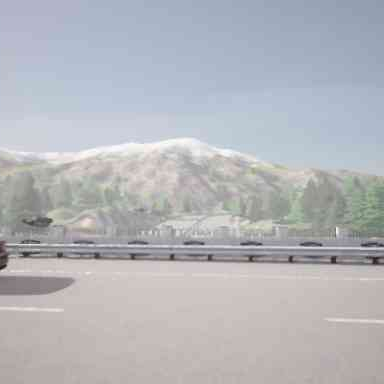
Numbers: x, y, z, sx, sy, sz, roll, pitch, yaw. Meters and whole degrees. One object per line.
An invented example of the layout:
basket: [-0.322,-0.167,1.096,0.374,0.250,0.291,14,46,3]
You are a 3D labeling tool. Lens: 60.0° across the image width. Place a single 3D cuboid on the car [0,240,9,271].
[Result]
car: [-7.736,1.720,9.194,5.008,1.535,1.882,0,-2,6]
